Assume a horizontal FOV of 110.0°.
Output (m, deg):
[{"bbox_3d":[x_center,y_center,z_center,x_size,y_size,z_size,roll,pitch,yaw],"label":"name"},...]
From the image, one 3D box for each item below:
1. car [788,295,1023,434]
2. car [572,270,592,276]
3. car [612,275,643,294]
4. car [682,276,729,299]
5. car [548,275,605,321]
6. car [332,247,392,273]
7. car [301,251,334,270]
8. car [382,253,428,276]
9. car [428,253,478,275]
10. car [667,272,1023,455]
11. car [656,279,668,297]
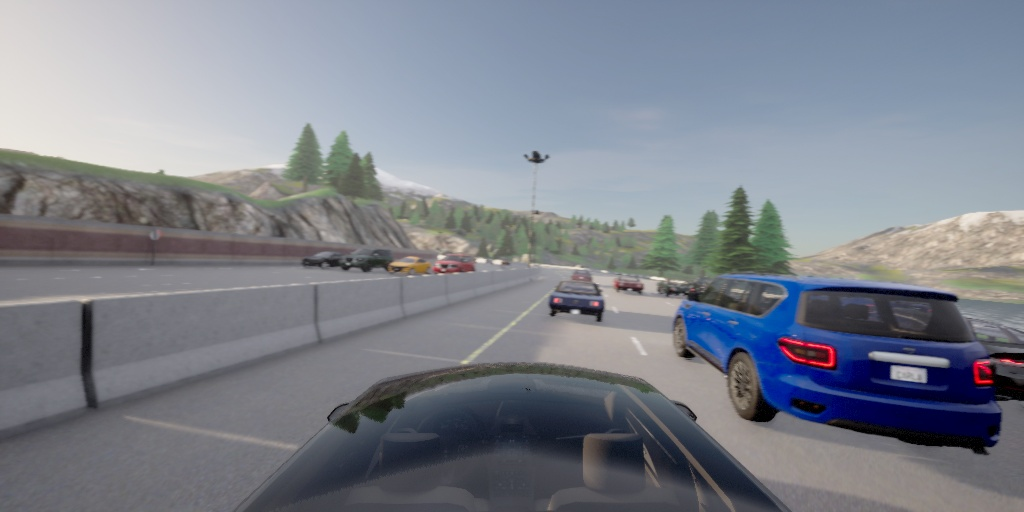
[{"bbox_3d":[8.337,1.876,7.440,2.128,1.511,4.902,4,0,12],"label":"car"},{"bbox_3d":[6.782,2.032,34.928,1.994,1.385,4.181,4,0,11],"label":"car"},{"bbox_3d":[9.005,2.179,28.152,1.895,1.301,4.718,4,0,12],"label":"car"},{"bbox_3d":[16.772,2.646,31.363,2.128,1.511,4.902,4,0,11],"label":"car"},{"bbox_3d":[2.589,1.622,14.161,1.895,1.301,4.718,4,0,12],"label":"car"},{"bbox_3d":[-12.097,0.311,30.391,2.150,2.045,5.566,4,0,11],"label":"car"},{"bbox_3d":[-15.625,0.319,30.681,1.882,1.535,5.008,4,0,11],"label":"car"},{"bbox_3d":[-8.542,0.822,30.482,1.882,1.535,5.008,4,-1,11],"label":"car"},{"bbox_3d":[-4.844,0.834,31.033,2.150,2.045,5.566,4,-1,11],"label":"car"},{"bbox_3d":[4.544,1.328,6.271,2.150,2.045,5.566,4,0,11],"label":"car"},{"bbox_3d":[12.426,2.417,27.451,1.895,1.301,4.718,4,0,12],"label":"car"}]
